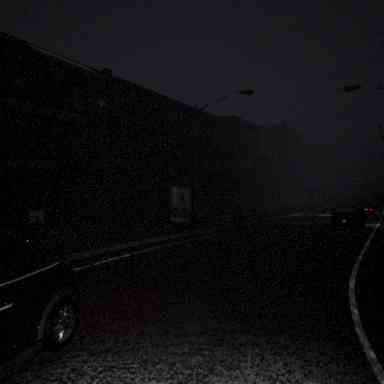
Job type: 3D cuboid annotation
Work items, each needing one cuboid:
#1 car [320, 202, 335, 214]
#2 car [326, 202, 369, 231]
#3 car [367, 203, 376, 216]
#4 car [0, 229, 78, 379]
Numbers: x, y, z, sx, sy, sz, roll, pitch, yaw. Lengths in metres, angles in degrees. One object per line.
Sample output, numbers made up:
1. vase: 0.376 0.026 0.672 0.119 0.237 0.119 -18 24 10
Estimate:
1. car: 16.751 1.910 40.027 2.033 1.411 5.357 1 1 31
2. car: 11.013 1.751 23.386 1.882 1.535 5.008 1 0 31
3. car: 20.388 1.982 38.903 2.033 1.411 5.357 1 1 31
4. car: -3.134 1.302 3.296 2.097 1.767 4.553 1 0 13
